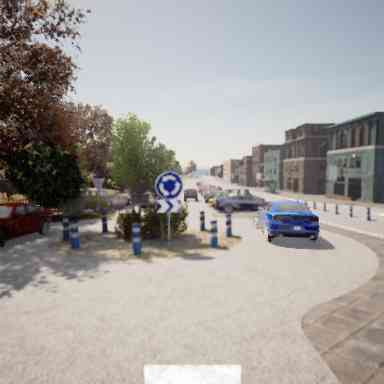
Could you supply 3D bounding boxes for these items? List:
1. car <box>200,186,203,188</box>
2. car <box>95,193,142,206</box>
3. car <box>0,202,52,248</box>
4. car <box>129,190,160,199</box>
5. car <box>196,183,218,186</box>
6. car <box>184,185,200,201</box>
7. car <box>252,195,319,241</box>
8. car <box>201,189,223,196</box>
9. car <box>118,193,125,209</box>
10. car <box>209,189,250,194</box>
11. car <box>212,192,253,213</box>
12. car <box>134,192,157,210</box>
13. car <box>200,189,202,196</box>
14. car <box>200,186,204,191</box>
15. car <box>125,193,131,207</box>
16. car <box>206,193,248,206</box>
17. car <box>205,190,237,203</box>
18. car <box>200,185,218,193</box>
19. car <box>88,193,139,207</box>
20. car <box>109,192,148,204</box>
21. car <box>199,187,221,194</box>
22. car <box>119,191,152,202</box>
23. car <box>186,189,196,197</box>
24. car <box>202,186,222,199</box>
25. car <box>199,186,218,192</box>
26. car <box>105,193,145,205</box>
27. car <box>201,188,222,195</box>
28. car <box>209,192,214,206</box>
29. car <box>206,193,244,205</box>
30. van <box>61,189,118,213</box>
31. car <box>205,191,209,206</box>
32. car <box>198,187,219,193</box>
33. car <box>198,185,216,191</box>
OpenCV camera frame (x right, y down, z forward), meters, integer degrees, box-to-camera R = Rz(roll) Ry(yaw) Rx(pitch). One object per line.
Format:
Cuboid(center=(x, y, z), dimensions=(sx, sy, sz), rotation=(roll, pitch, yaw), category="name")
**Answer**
Cuboid(center=(4.279, 0.143, 69.125), dimensions=(5.008, 1.535, 2.097), rotation=(0, 2, 0), category="car")
Cuboid(center=(-9.000, 0.896, 41.212), dimensions=(5.366, 1.575, 1.946), rotation=(0, 0, 0), category="car")
Cuboid(center=(-7.653, 1.199, 13.633), dimensions=(1.882, 1.535, 5.008), rotation=(-1, 1, 4), category="car")
Cuboid(center=(-8.623, 0.462, 60.597), dimensions=(5.366, 1.575, 1.946), rotation=(0, 2, 0), category="car")
Cuboid(center=(4.248, -0.496, 77.460), dimensions=(5.566, 2.045, 2.435), rotation=(0, 3, 0), category="car")
Cuboid(center=(-0.172, 0.404, 53.989), dimensions=(2.150, 2.045, 5.566), rotation=(0, 2, 0), category="car")
Cuboid(center=(3.998, 1.099, 14.548), dimensions=(1.882, 1.535, 5.008), rotation=(2, 2, 4), category="car")
Cuboid(center=(4.304, 0.050, 71.911), dimensions=(4.792, 1.488, 2.163), rotation=(0, 3, 0), category="car")
Cuboid(center=(-8.821, 0.976, 29.928), dimensions=(4.674, 1.452, 2.002), rotation=(0, 0, 0), category="car")
Cuboid(center=(4.231, 0.815, 32.903), dimensions=(4.553, 1.767, 2.185), rotation=(0, 0, 0), category="car")
Cuboid(center=(4.290, 0.964, 27.333), dimensions=(4.792, 1.488, 2.163), rotation=(0, 0, 0), category="car")
Cuboid(center=(-3.876, 1.006, 31.692), dimensions=(2.033, 1.411, 5.357), rotation=(0, 0, 0), category="car")
Cuboid(center=(4.240, 0.660, 55.200), dimensions=(4.792, 1.488, 2.163), rotation=(0, 2, 0), category="car")
Cuboid(center=(4.240, 0.336, 60.761), dimensions=(4.553, 1.767, 2.185), rotation=(0, 2, 0), category="car")
Cuboid(center=(-8.820, 0.979, 32.713), dimensions=(4.674, 1.452, 2.002), rotation=(0, 0, 0), category="car")
Cuboid(center=(4.272, 0.901, 41.266), dimensions=(4.892, 1.521, 2.231), rotation=(0, 1, 0), category="car")
Cuboid(center=(4.299, 0.641, 49.623), dimensions=(4.553, 1.767, 2.185), rotation=(0, 1, 0), category="car")
Cuboid(center=(4.310, -0.768, 85.681), dimensions=(4.553, 1.767, 2.185), rotation=(0, 3, 0), category="car")
Cuboid(center=(-9.001, 0.919, 38.417), dimensions=(5.366, 1.575, 1.946), rotation=(0, 0, 0), category="car")
Cuboid(center=(-8.808, 0.822, 46.659), dimensions=(5.008, 1.535, 2.097), rotation=(0, 1, 0), category="car")
Cuboid(center=(4.283, -0.379, 80.252), dimensions=(5.008, 1.535, 2.097), rotation=(0, 3, 0), category="car")
Cuboid(center=(-8.805, 0.703, 52.366), dimensions=(4.892, 1.521, 2.231), rotation=(0, 1, 0), category="car")
Cuboid(center=(-0.266, 0.228, 68.569), dimensions=(2.033, 1.411, 5.357), rotation=(0, 2, 0), category="car")
Cuboid(center=(4.236, 0.672, 38.475), dimensions=(5.566, 2.045, 2.435), rotation=(0, 0, 0), category="car")
Cuboid(center=(4.274, -0.783, 88.592), dimensions=(4.892, 1.521, 2.231), rotation=(0, 3, 0), category="car")
Cuboid(center=(-8.785, 0.898, 43.868), dimensions=(4.792, 1.488, 2.163), rotation=(0, 1, 0), category="car")
Cuboid(center=(4.278, -0.070, 74.694), dimensions=(4.674, 1.452, 2.002), rotation=(0, 3, 0), category="car")
Cuboid(center=(4.233, 0.967, 30.117), dimensions=(4.792, 1.488, 2.163), rotation=(0, 0, 0), category="car")
Cuboid(center=(4.295, 0.897, 44.045), dimensions=(4.792, 1.488, 2.163), rotation=(0, 1, 0), category="car")
Cuboid(center=(-8.692, 0.709, 27.255), dimensions=(4.442, 1.987, 1.878), rotation=(1, 0, 0), category="van")
Cuboid(center=(4.269, 0.937, 35.683), dimensions=(5.008, 1.535, 2.097), rotation=(0, 0, 0), category="car")
Cuboid(center=(4.093, -0.517, 83.032), dimensions=(5.366, 1.575, 1.946), rotation=(0, 3, 0), category="car")
Cuboid(center=(4.276, -1.055, 94.152), dimensions=(5.008, 1.535, 2.097), rotation=(0, 3, 0), category="car")
